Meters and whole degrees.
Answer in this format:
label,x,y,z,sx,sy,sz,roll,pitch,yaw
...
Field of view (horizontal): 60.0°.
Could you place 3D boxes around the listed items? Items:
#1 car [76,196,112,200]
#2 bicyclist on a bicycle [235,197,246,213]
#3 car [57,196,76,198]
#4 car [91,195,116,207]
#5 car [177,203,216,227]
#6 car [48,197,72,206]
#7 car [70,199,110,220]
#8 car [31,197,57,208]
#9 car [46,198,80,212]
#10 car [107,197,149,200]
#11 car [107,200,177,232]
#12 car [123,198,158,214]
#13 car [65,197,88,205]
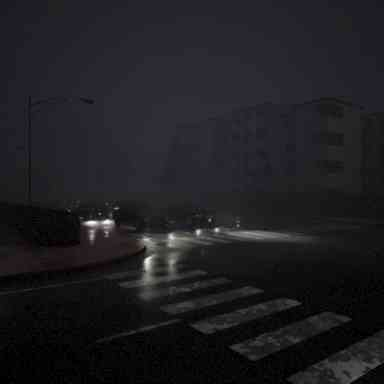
label,x,y,z,sx,sy,sz,roll,pitch,yaw
car,-11.068,1.351,37.638,2.097,1.767,4.553,0,0,-36
bicyclist on a bicycle,4.969,1.298,34.084,1.656,1.620,0.582,0,0,-35
car,-17.124,1.350,45.935,2.097,1.767,4.553,0,0,-37
car,-14.212,1.350,53.515,2.097,1.767,4.553,0,0,-41
car,-0.374,1.490,22.733,2.128,1.511,4.902,0,0,-37
car,-22.565,1.562,56.725,4.181,1.385,1.994,0,0,40
car,-8.469,1.563,27.988,1.994,1.385,4.181,0,0,-35
car,-19.444,1.563,43.217,1.994,1.385,4.181,0,0,-38
car,-13.604,1.600,35.190,1.895,1.301,4.718,0,0,-36
car,-5.796,1.504,30.265,1.837,1.490,4.892,0,0,-35
car,-3.253,1.477,20.657,1.882,1.535,5.008,0,0,-35
car,-5.723,1.503,36.555,1.837,1.490,4.892,0,0,-35
car,-20.947,1.562,60.150,4.181,1.385,1.994,0,0,38
